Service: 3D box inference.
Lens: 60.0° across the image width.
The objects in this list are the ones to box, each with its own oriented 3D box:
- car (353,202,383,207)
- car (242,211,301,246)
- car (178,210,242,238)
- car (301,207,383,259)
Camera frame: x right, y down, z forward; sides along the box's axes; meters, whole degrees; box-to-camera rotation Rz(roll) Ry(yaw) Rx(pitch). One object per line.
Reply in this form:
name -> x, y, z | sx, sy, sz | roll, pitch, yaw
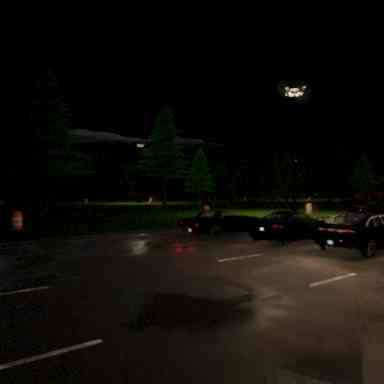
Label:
car -> 15.038, 1.607, 27.813 | 4.892, 1.490, 1.837 | 0, 0, -35
car -> 4.708, 1.607, 15.751 | 4.181, 1.385, 1.994 | 1, 0, -35
car -> 1.677, 1.642, 18.077 | 4.718, 1.301, 1.895 | 0, 0, -37
car -> 6.772, 1.537, 12.926 | 4.902, 1.511, 2.128 | 0, 0, -35
